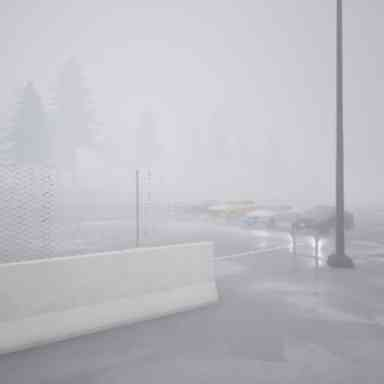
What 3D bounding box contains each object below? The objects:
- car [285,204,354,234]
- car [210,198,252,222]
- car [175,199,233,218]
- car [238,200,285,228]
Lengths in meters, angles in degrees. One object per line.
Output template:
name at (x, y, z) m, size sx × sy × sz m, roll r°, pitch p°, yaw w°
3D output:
car at (7.550, 1.465, 18.896) m, size 4.674 × 1.442 × 1.812 m, roll 0°, pitch 0°, yaw -41°
car at (3.348, 1.230, 24.503) m, size 5.008 × 1.535 × 1.882 m, roll 0°, pitch 0°, yaw -41°
car at (1.028, 1.264, 27.124) m, size 4.718 × 1.301 × 1.895 m, roll 0°, pitch 0°, yaw -41°
car at (5.408, 1.470, 21.665) m, size 4.674 × 1.442 × 1.812 m, roll 0°, pitch 0°, yaw -41°
